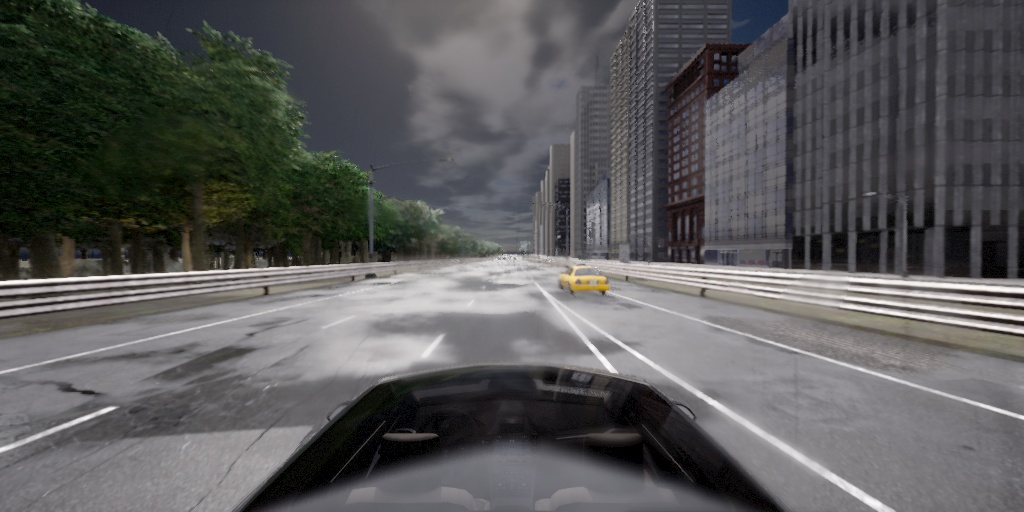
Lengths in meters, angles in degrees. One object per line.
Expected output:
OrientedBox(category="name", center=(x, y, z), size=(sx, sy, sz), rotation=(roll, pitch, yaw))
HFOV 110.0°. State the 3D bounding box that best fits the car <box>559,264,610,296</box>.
OrientedBox(category="car", center=(3.748, 1.208, 19.430), size=(1.801, 1.575, 5.366), rotation=(0, 0, -2))
